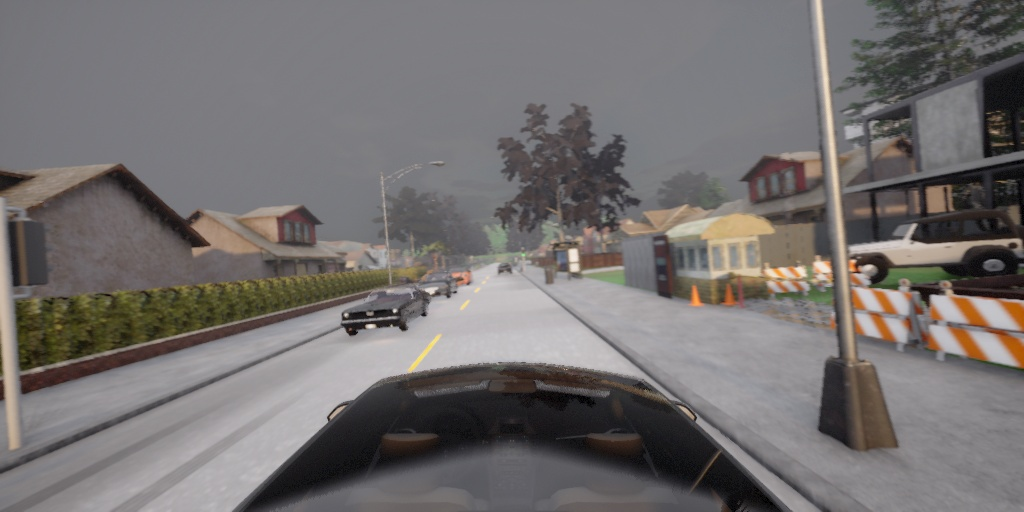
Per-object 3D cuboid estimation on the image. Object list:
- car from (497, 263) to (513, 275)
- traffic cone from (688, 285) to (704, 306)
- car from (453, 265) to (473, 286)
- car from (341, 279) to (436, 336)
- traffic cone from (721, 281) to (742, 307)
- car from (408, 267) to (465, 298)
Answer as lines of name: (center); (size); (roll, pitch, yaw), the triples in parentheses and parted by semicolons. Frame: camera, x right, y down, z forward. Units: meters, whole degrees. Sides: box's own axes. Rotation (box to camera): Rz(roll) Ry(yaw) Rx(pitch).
car: (-0.940, 1.673, 47.328); (1.837, 1.490, 4.892); (-5, 0, -1)
traffic cone: (5.585, 1.186, 10.883); (0.344, 0.586, 0.344); (0, 0, -1)
car: (-4.734, 1.733, 32.267); (2.097, 1.767, 4.553); (-5, 0, -1)
car: (-4.246, 1.796, 12.796); (1.895, 1.301, 4.718); (-5, 0, -1)
traffic cone: (6.312, 1.090, 10.381); (0.344, 0.586, 0.344); (0, 0, -1)
car: (-4.486, 1.776, 22.112); (2.128, 1.511, 4.902); (-5, 0, -1)
